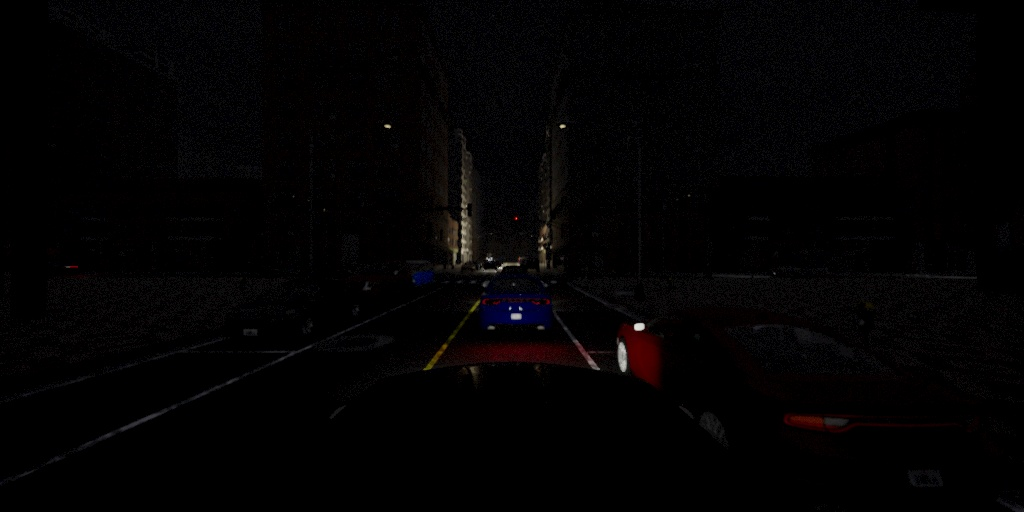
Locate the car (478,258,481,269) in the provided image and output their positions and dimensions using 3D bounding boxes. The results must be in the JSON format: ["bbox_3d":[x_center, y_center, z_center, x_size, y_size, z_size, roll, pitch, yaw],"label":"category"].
[{"bbox_3d":[-5.852,1.410,54.161,1.948,1.339,4.313,0,0,0],"label":"car"}]

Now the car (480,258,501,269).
[{"bbox_3d":[-3.086,1.391,52.988,2.033,1.411,5.357,0,0,0],"label":"car"}]

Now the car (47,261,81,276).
[{"bbox_3d":[-47.550,1.300,36.910,4.902,1.511,2.128,0,0,1],"label":"car"}]

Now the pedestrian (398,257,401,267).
[{"bbox_3d":[-12.547,0.969,39.458,0.375,1.860,0.375,0,0,1],"label":"pedestrian"}]

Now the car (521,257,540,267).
[{"bbox_3d":[2.673,1.155,48.478,2.192,1.841,5.009,0,0,0],"label":"car"}]

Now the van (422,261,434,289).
[{"bbox_3d":[-5.856,1.153,21.488,1.690,1.789,3.998,0,0,0],"label":"van"}]

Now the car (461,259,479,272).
[{"bbox_3d":[-5.853,1.366,48.336,1.751,1.417,4.829,0,0,0],"label":"car"}]

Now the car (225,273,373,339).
[{"bbox_3d":[-5.857,1.343,10.207,1.948,1.339,4.313,0,0,0],"label":"car"}]

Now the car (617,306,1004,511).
[{"bbox_3d":[2.668,1.304,4.541,1.888,1.381,4.507,0,0,0],"label":"car"}]

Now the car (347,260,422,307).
[{"bbox_3d":[-5.856,1.111,15.847,2.192,1.841,5.009,0,0,0],"label":"car"}]

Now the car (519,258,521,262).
[{"bbox_3d":[2.674,1.393,59.791,1.888,1.381,4.507,0,0,0],"label":"car"}]

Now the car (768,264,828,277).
[{"bbox_3d":[28.454,1.429,35.789,4.718,1.301,1.895,0,0,1],"label":"car"}]

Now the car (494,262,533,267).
[{"bbox_3d":[0.098,1.318,21.940,1.837,1.490,4.892,0,0,0],"label":"car"}]

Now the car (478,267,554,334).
[{"bbox_3d":[0.099,1.257,10.775,1.882,1.535,5.008,0,0,0],"label":"car"}]
